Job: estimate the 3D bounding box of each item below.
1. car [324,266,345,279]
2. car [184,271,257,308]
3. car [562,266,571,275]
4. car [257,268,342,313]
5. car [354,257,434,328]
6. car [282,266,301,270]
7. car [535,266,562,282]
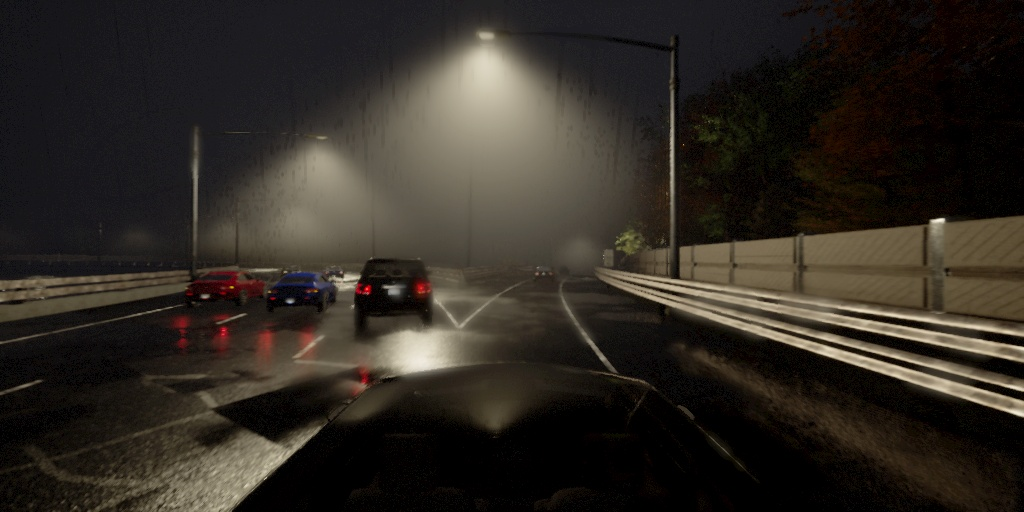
[{"bbox_3d":[-18.276,1.652,36.501,1.895,1.301,4.718,1,-1,-30],"label":"car"},{"bbox_3d":[-12.477,1.379,15.905,1.812,1.442,4.674,0,-1,-19],"label":"car"},{"bbox_3d":[9.515,2.635,64.332,1.837,1.490,4.892,0,-4,13],"label":"car"},{"bbox_3d":[-8.328,1.379,14.507,1.812,1.442,4.674,1,-1,-18],"label":"car"},{"bbox_3d":[-3.866,1.067,12.083,2.150,2.045,5.566,0,-1,-16],"label":"car"},{"bbox_3d":[-22.812,1.642,37.226,1.895,1.301,4.718,1,-1,-32],"label":"car"},{"bbox_3d":[3.339,1.659,34.464,2.033,1.411,5.357,0,-1,11],"label":"car"}]
